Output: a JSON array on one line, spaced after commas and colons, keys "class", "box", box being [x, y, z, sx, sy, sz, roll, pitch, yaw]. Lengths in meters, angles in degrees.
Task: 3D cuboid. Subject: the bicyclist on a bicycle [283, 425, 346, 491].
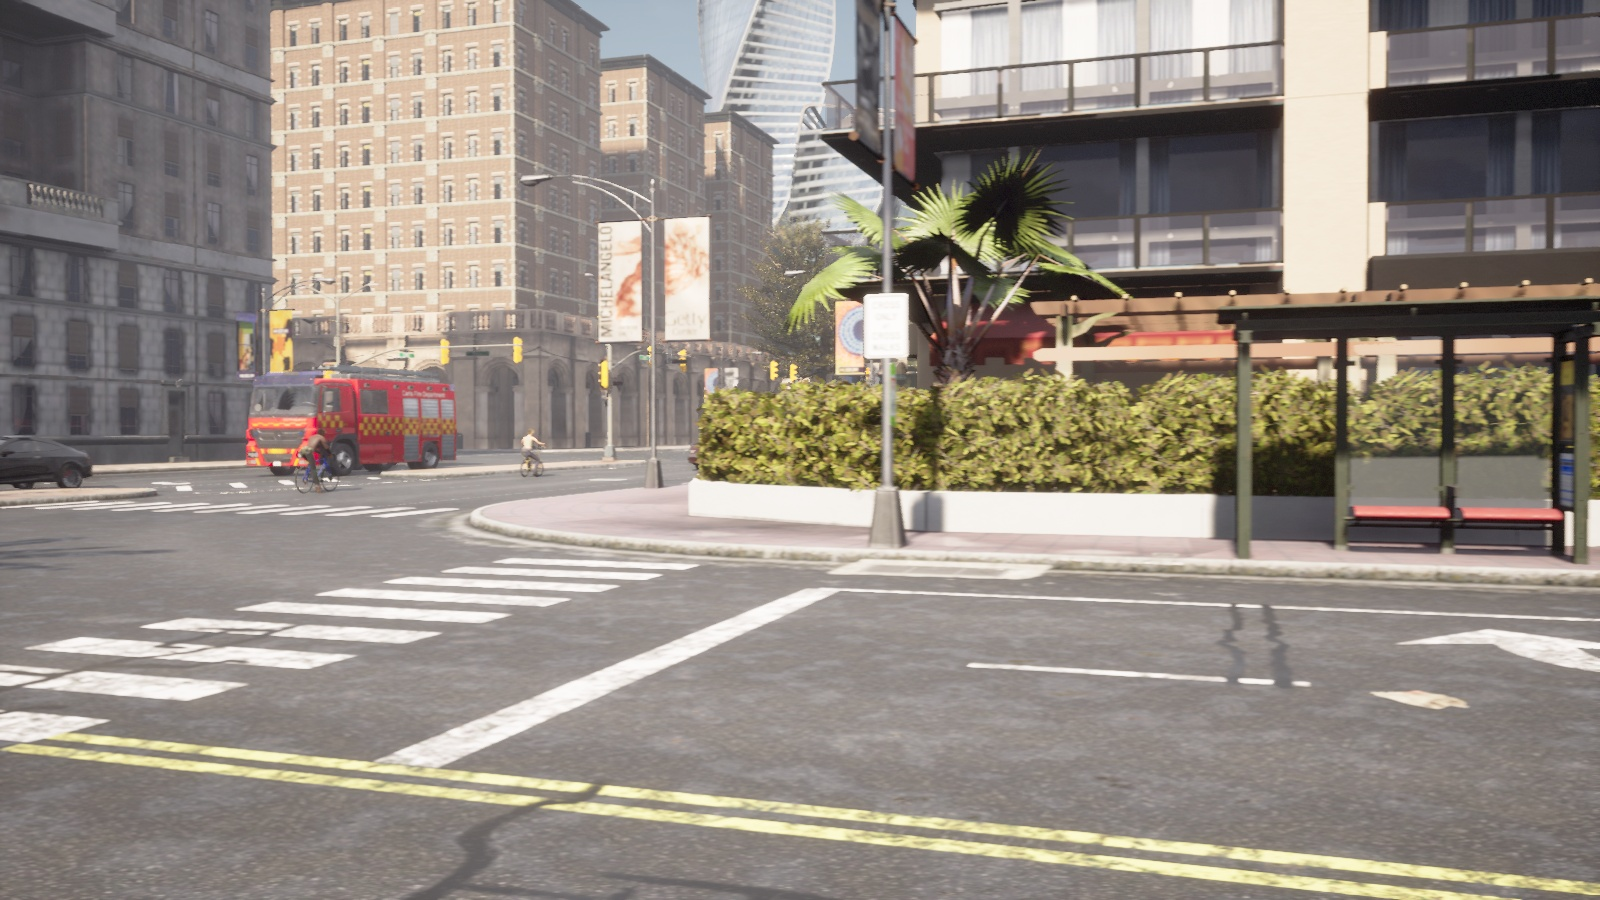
[{"class": "bicyclist on a bicycle", "box": [-12.290, 0.187, 31.841, 0.582, 1.620, 1.656, 1, 1, 18]}]

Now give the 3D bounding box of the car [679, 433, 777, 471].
[{"class": "car", "box": [-2.766, 0.035, 49.802, 2.033, 1.411, 5.357, 1, 1, 18]}]

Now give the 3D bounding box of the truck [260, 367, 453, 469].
[{"class": "truck", "box": [-17.929, -1.287, 51.548, 2.891, 3.827, 8.468, 1, 1, 18]}]

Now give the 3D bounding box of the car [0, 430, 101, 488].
[{"class": "car", "box": [-20.589, 0.210, 32.188, 1.812, 1.442, 4.674, 1, 1, 18]}]

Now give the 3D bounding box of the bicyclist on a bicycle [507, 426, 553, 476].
[{"class": "bicyclist on a bicycle", "box": [-8.993, 0.020, 41.926, 0.866, 1.612, 1.509, 1, 1, 18]}]

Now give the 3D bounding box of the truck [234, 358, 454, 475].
[{"class": "truck", "box": [-16.212, -1.178, 45.547, 2.891, 3.827, 8.468, 1, 1, 18]}]
